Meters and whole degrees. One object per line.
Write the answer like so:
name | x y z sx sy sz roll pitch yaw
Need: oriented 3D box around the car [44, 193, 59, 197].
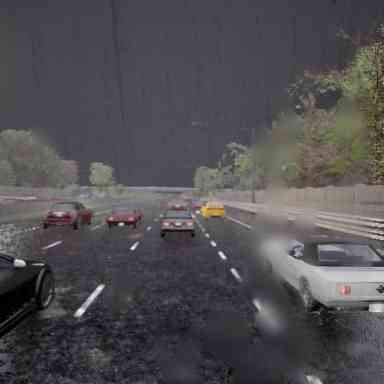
car | -31.343 1.320 73.698 2.150 2.045 5.566 1 -1 -3

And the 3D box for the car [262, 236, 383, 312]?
car | 3.086 1.708 7.911 1.895 1.301 4.718 1 0 -3

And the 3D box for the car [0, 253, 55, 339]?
car | -3.696 1.549 5.081 1.994 1.385 4.181 1 0 -3

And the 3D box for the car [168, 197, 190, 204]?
car | -1.644 1.626 37.975 2.097 1.767 4.553 1 -1 -2

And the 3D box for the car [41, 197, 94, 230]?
car | -7.934 1.403 21.790 2.097 1.767 4.553 1 0 -3

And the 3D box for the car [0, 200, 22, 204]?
car | -19.222 1.533 34.848 2.033 1.411 5.357 1 0 -2

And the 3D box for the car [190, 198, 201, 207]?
car | 1.115 1.999 52.503 1.994 1.385 4.181 1 -1 -3

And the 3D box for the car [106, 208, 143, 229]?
car | -4.483 1.712 22.850 1.895 1.301 4.718 1 0 -3

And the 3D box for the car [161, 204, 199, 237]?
car | -0.812 1.684 19.159 2.033 1.411 5.357 1 0 -3

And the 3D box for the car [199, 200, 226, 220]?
car | 2.026 1.759 31.898 1.882 1.535 5.008 1 0 -3
